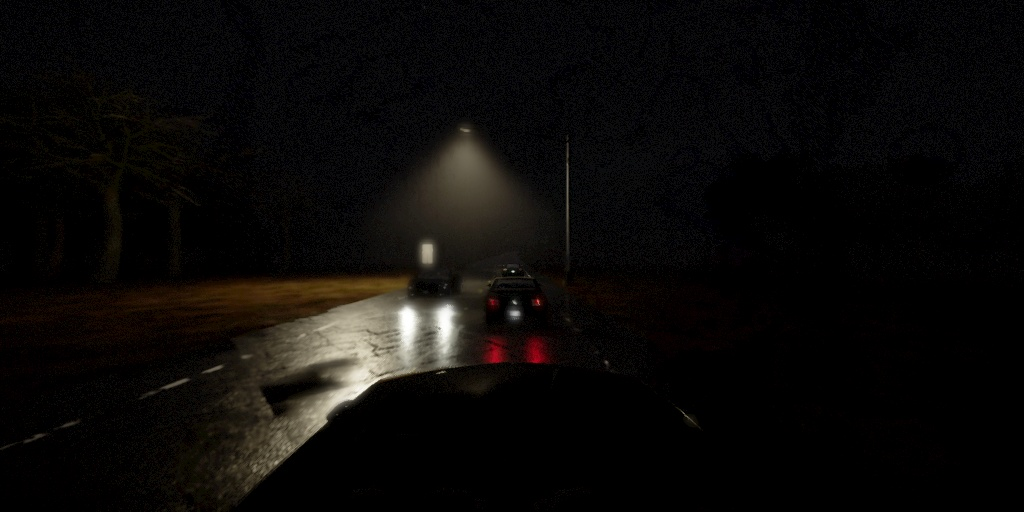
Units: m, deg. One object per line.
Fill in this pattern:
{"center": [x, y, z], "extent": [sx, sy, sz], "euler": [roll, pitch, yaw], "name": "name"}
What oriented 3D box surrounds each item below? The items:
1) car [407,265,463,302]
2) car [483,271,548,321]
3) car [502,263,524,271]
{"center": [-3.587, 1.233, 17.408], "extent": [1.882, 1.535, 5.008], "euler": [0, 0, 0], "name": "car"}
{"center": [0.107, 1.355, 12.422], "extent": [1.895, 1.301, 4.718], "euler": [0, 0, 0], "name": "car"}
{"center": [0.098, 1.325, 33.388], "extent": [1.994, 1.385, 4.181], "euler": [0, 0, 0], "name": "car"}
